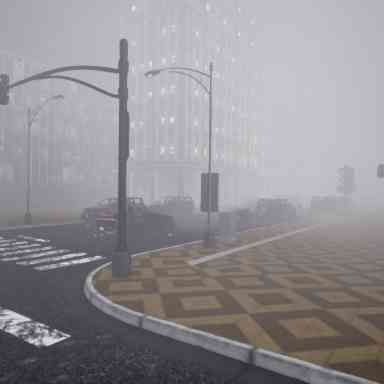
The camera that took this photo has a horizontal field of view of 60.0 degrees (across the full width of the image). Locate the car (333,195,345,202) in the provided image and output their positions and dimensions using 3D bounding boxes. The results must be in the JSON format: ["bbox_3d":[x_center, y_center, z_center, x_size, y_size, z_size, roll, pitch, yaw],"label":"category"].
[{"bbox_3d":[36.326,1.571,82.373,1.752,1.417,4.829,1,1,35],"label":"car"}]

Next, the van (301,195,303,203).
[{"bbox_3d":[17.165,1.352,55.365,1.690,1.788,3.998,1,0,35],"label":"van"}]

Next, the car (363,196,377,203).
[{"bbox_3d":[39.641,1.598,73.428,1.967,1.590,4.097,1,1,35],"label":"car"}]

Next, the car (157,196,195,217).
[{"bbox_3d":[-1.748,1.283,28.934,2.192,1.841,5.009,1,0,35],"label":"car"}]

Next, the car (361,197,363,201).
[{"bbox_3d":[44.109,1.656,84.157,2.128,1.511,4.902,1,1,35],"label":"car"}]

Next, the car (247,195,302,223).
[{"bbox_3d":[6.804,1.409,26.922,2.192,1.841,5.009,1,0,35],"label":"car"}]

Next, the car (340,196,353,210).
[{"bbox_3d":[20.381,1.437,46.281,2.192,1.841,5.009,1,0,35],"label":"car"}]

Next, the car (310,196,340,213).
[{"bbox_3d":[15.392,1.427,39.160,2.192,1.841,5.009,1,0,35],"label":"car"}]

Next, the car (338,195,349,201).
[{"bbox_3d":[39.634,1.617,87.036,1.947,1.339,4.313,1,1,35],"label":"car"}]

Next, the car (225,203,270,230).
[{"bbox_3d":[3.306,1.668,21.999,1.802,1.307,4.206,1,0,35],"label":"car"}]

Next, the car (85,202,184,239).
[{"bbox_3d":[-2.909,1.528,17.892,2.128,1.511,4.902,1,1,35],"label":"car"}]

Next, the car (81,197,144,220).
[{"bbox_3d":[-5.412,1.275,23.770,2.192,1.841,5.009,1,0,35],"label":"car"}]

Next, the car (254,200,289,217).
[{"bbox_3d":[8.048,1.589,33.337,1.812,1.442,4.674,1,1,35],"label":"car"}]

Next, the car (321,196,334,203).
[{"bbox_3d":[30.003,1.617,73.464,1.802,1.307,4.206,1,1,35],"label":"car"}]

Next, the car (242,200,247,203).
[{"bbox_3d":[7.776,1.431,42.247,1.967,1.590,4.097,1,0,35],"label":"car"}]

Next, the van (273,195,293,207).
[{"bbox_3d":[13.955,1.345,50.841,1.690,1.788,3.998,1,0,35],"label":"van"}]
